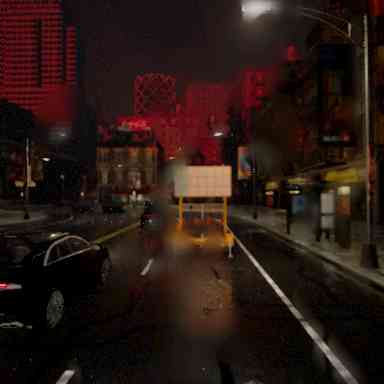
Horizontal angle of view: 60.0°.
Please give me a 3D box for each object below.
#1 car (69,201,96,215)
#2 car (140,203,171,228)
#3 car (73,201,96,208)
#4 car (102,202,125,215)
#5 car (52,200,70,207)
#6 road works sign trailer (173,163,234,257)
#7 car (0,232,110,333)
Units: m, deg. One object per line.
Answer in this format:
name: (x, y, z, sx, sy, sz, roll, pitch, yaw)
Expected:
car: (-13.690, 2.167, 41.574, 1.895, 1.301, 4.718, 0, -1, -30)
car: (-2.732, 1.823, 25.152, 1.837, 1.490, 4.892, 0, -1, 0)
car: (-21.953, 2.514, 67.746, 4.718, 1.301, 1.895, -1, -1, 31)
car: (-9.852, 2.025, 41.493, 1.882, 1.535, 5.008, 0, -1, -27)
car: (-27.192, 2.491, 70.070, 4.674, 1.452, 2.002, -1, -1, 21)
road works sign trailer: (0.448, 0.630, 13.732, 2.380, 3.560, 2.880, 0, -1, 2)
car: (-3.143, 1.591, 6.975, 2.128, 1.511, 4.902, 0, -1, 2)
